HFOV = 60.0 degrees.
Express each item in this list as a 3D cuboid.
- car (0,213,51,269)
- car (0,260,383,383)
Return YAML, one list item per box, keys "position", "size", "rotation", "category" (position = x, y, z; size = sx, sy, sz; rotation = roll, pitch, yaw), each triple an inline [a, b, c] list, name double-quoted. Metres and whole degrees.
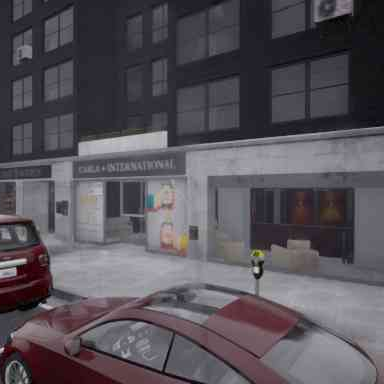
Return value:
- position: [-4.752, 1.314, 6.448]
  size: [5.009, 1.841, 2.192]
  rotation: [0, 0, 35]
  category: "car"
- position: [-0.137, 1.582, 3.170]
  size: [4.206, 1.307, 1.802]
  rotation: [0, 0, 35]
  category: "car"
